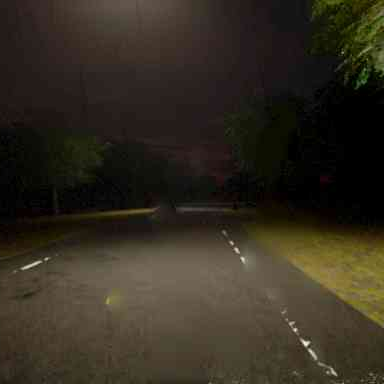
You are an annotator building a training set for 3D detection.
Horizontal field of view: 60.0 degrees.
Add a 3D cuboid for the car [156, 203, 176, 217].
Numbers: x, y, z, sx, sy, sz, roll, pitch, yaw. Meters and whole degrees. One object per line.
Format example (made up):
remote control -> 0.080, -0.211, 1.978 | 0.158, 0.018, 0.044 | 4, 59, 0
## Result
car -> -2.809, 1.991, 37.353 | 2.033, 1.411, 5.357 | 0, -1, 2
